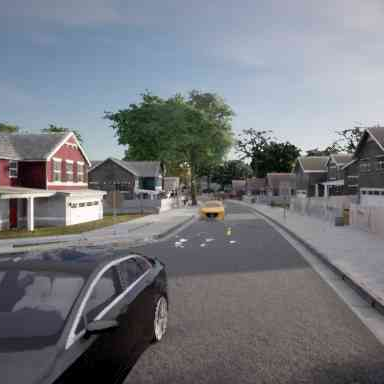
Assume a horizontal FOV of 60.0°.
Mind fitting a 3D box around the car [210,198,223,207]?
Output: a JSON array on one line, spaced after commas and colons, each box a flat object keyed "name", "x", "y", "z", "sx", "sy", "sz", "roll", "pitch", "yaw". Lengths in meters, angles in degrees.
[{"name": "car", "x": 3.934, "y": 1.679, "z": 54.016, "sx": 1.895, "sy": 1.301, "sz": 4.718, "roll": 0, "pitch": 0, "yaw": 3}]

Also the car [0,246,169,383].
[{"name": "car", "x": -1.581, "y": 1.493, "z": 3.770, "sx": 2.128, "sy": 1.511, "sz": 4.902, "roll": 0, "pitch": 0, "yaw": 10}]

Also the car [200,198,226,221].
[{"name": "car", "x": 1.802, "y": 1.522, "z": 28.026, "sx": 1.882, "sy": 1.535, "sz": 5.008, "roll": 0, "pitch": 0, "yaw": 6}]
